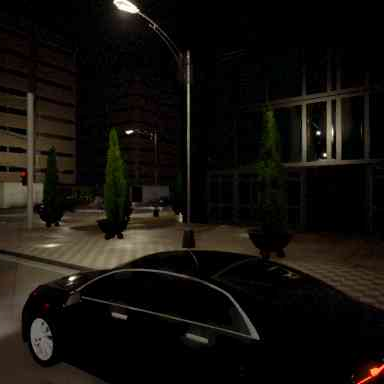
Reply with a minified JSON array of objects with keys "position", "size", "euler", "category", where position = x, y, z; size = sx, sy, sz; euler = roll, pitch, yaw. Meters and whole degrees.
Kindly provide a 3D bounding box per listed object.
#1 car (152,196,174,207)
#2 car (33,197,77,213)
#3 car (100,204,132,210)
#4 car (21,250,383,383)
[{"position":[-4.144,1.407,51.964],"size":[2.097,1.767,4.553],"euler":[0,0,35],"category":"car"},{"position":[-15.032,1.408,36.538],"size":[2.097,1.767,4.553],"euler":[0,0,35],"category":"car"},{"position":[-9.910,1.581,43.788],"size":[1.812,1.442,4.674],"euler":[0,0,35],"category":"car"},{"position":[-0.215,1.505,4.143],"size":[4.892,1.490,1.837],"euler":[0,0,36],"category":"car"}]
